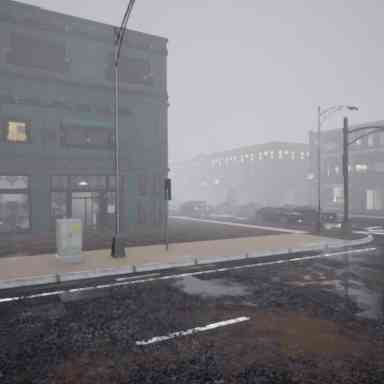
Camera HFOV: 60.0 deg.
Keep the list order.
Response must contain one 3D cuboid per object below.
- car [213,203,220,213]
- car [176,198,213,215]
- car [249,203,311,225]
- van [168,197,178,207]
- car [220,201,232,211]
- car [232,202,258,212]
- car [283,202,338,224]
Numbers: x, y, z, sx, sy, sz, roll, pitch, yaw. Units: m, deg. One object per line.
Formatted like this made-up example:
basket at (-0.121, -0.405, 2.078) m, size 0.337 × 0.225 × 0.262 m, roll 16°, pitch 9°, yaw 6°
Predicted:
car at (1.087, 1.762, 42.564) m, size 2.097 × 1.767 × 4.553 m, roll -1°, pitch 0°, yaw -29°
car at (0.238, 1.843, 38.759) m, size 1.967 × 1.590 × 4.097 m, roll -1°, pitch 0°, yaw -29°
car at (6.938, 1.811, 26.605) m, size 1.947 × 1.339 × 4.313 m, roll -1°, pitch 0°, yaw -29°
van at (-3.316, 1.903, 62.166) m, size 1.690 × 1.788 × 3.998 m, roll -1°, pitch 0°, yaw -29°
car at (4.831, 1.962, 47.693) m, size 1.802 × 1.307 × 4.206 m, roll -1°, pitch 0°, yaw -29°
car at (7.544, 1.899, 42.869) m, size 1.802 × 1.307 × 4.206 m, roll -1°, pitch 0°, yaw -29°
car at (9.705, 1.771, 27.233) m, size 1.994 × 1.385 × 4.181 m, roll -1°, pitch 0°, yaw -29°
